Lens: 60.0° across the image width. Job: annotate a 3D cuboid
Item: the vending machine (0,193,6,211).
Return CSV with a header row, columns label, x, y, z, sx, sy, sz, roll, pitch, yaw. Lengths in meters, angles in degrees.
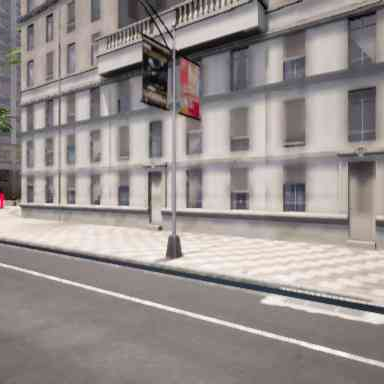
label,x,y,z,sx,sy,sz,roll,pitch,yaw
vending machine,-23.073,1.178,39.988,1.100,2.100,0.880,0,0,-11
